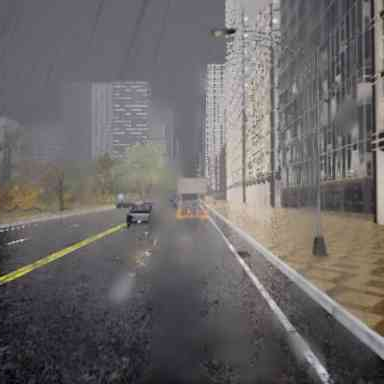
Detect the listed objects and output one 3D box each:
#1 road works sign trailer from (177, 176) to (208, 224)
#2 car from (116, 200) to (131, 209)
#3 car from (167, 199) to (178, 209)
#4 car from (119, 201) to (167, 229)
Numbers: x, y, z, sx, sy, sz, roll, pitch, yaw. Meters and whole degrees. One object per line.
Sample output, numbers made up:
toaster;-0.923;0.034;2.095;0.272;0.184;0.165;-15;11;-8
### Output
road works sign trailer;0.016;0.559;25.725;2.380;3.560;2.880;0;0;0
car;-9.792;1.847;48.832;1.895;1.301;4.718;0;0;1
car;-3.129;1.778;49.834;1.812;1.442;4.674;0;0;0
car;-3.140;1.571;22.301;2.128;1.511;4.902;0;0;0
